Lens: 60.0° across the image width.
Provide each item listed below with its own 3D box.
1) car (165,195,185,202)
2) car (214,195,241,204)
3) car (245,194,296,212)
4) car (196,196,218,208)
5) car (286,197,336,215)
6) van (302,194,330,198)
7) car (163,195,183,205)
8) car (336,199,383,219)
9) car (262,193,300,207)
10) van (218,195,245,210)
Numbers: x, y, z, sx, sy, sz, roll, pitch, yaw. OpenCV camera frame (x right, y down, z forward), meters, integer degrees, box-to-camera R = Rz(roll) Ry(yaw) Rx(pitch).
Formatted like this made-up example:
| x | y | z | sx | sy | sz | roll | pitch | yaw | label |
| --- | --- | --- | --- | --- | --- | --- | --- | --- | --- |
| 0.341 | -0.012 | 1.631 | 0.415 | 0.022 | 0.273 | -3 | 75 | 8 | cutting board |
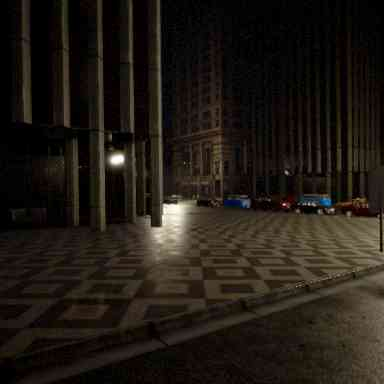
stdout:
| x | y | z | sx | sy | sz | roll | pitch | yaw | label |
| --- | --- | --- | --- | --- | --- | --- | --- | --- | --- |
| -3.576 | 1.258 | 69.731 | 2.008 | 1.369 | 4.403 | -1 | 1 | -36 | car |
| 6.011 | 1.297 | 56.419 | 1.752 | 1.417 | 4.829 | -1 | 1 | -36 | car |
| 8.867 | 1.290 | 37.855 | 2.192 | 1.841 | 5.009 | -1 | 1 | -36 | car |
| 2.407 | 1.372 | 46.820 | 1.967 | 1.590 | 4.097 | -1 | 1 | -36 | car |
| 12.100 | 1.549 | 33.375 | 2.008 | 1.369 | 4.403 | -1 | 1 | -36 | car |
| 15.795 | 1.179 | 42.830 | 1.690 | 1.788 | 3.998 | -1 | 1 | -36 | van |
| -4.054 | 1.439 | 55.786 | 2.008 | 1.369 | 4.403 | -1 | 1 | -36 | car |
| 15.331 | 1.567 | 28.892 | 1.887 | 1.381 | 4.507 | -1 | 1 | -36 | car |
| 12.565 | 1.130 | 47.313 | 2.192 | 1.841 | 5.009 | -1 | 1 | -36 | car |
| 5.636 | 1.294 | 42.338 | 1.690 | 1.788 | 3.998 | -1 | 1 | -36 | van |
